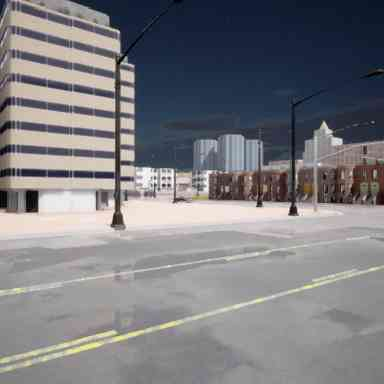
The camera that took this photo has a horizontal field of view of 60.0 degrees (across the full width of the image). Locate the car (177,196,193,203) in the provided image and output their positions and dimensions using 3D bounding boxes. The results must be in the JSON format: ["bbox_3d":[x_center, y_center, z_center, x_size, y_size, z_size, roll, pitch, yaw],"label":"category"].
[{"bbox_3d":[-1.672,1.515,72.025,1.812,1.442,4.674,0,0,-36],"label":"car"}]
